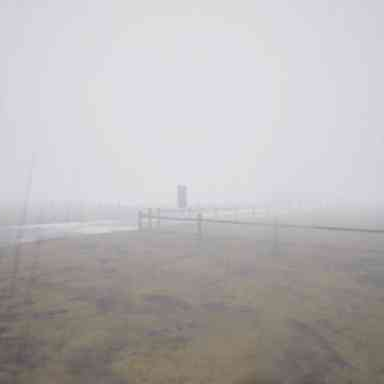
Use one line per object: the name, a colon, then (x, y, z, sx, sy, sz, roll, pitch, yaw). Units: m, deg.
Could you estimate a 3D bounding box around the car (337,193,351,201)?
car: (38.609, 1.667, 85.830, 2.033, 1.411, 5.357, -1, 1, 36)
